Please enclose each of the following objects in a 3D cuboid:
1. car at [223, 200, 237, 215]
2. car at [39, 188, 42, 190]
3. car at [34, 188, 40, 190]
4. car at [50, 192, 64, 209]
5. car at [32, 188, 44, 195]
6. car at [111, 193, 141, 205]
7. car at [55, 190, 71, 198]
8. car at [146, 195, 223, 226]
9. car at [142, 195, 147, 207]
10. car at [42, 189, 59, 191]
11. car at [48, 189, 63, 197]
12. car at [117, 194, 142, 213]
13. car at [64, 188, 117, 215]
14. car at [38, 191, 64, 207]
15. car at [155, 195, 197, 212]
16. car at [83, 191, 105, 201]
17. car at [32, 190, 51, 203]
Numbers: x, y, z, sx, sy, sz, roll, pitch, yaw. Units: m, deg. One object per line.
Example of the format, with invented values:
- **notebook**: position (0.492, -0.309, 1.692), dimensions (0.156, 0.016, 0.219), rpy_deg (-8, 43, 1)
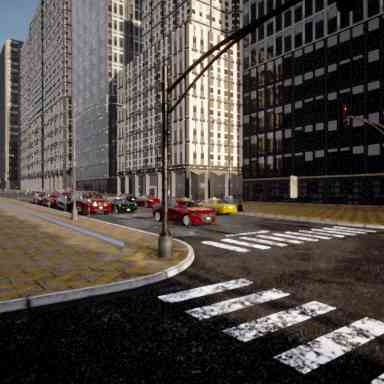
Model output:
- **car**: position (1.662, 1.127, 27.811), dimensions (1.752, 1.417, 4.829), rpy_deg (1, 0, -36)
- **car**: position (-31.441, 0.104, 73.009), dimensions (1.887, 1.381, 4.507), rpy_deg (1, 0, -36)
- **car**: position (-34.752, -0.104, 77.547), dimensions (1.967, 1.590, 4.097), rpy_deg (1, 0, -36)
- **car**: position (-11.697, 0.987, 31.749), dimensions (1.947, 1.339, 4.313), rpy_deg (1, 0, -36)
- **car**: position (-38.065, -0.208, 82.086), dimensions (1.967, 1.590, 4.097), rpy_deg (1, 0, -36)
- **car**: position (-8.248, 0.856, 41.236), dimensions (1.947, 1.339, 4.313), rpy_deg (1, 0, -36)
- **car**: position (-24.914, 0.289, 64.068), dimensions (1.752, 1.417, 4.829), rpy_deg (1, 0, -36)
- **car**: position (-0.599, 1.177, 20.908), dimensions (1.882, 1.535, 5.008), rpy_deg (0, 1, -38)
- **car**: position (-4.934, 0.977, 36.697), dimensions (1.802, 1.307, 4.206), rpy_deg (1, 0, -36)
- **car**: position (-25.091, 0.380, 59.870), dimensions (2.033, 1.411, 5.357), rpy_deg (0, 1, -34)
- **car**: position (-28.127, 0.214, 68.469), dimensions (2.008, 1.369, 4.403), rpy_deg (1, 0, -36)
- **car**: position (-6.512, 1.112, 29.018), dimensions (1.895, 1.301, 4.718), rpy_deg (0, 1, -36)
- **car**: position (-8.378, 0.841, 27.209), dimensions (2.192, 1.841, 5.009), rpy_deg (1, 0, -36)
- **car**: position (-15.009, 0.861, 36.287), dimensions (1.887, 1.381, 4.507), rpy_deg (1, 0, -36)
- **car**: position (-1.620, 1.066, 32.158), dimensions (1.947, 1.339, 4.313), rpy_deg (1, 0, -36)
- **car**: position (-14.874, 0.646, 50.314), dimensions (1.947, 1.339, 4.313), rpy_deg (1, 0, -36)
- **car**: position (-18.323, 0.793, 40.826), dimensions (1.802, 1.307, 4.206), rpy_deg (1, 0, -36)
